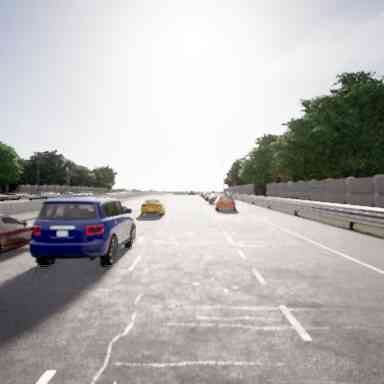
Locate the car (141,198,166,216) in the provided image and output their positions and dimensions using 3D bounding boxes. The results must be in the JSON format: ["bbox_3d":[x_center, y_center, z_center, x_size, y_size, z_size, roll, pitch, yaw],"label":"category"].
[{"bbox_3d":[-3.412,1.271,29.936,1.882,1.535,5.008,0,1,0],"label":"car"}]

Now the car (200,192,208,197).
[{"bbox_3d":[3.465,0.614,94.208,2.163,1.488,4.792,0,0,0],"label":"car"}]

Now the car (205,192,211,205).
[{"bbox_3d":[3.481,1.064,50.116,2.128,1.511,4.902,0,1,0],"label":"car"}]

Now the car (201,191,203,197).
[{"bbox_3d":[3.473,0.752,72.146,1.882,1.535,5.008,0,1,0],"label":"car"}]

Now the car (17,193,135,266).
[{"bbox_3d":[-3.405,1.164,11.413,2.150,2.045,5.566,0,0,0],"label":"car"}]

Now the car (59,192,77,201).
[{"bbox_3d":[-24.525,0.854,66.104,1.837,1.490,4.892,0,1,0],"label":"car"}]

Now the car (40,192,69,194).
[{"bbox_3d":[-21.081,1.084,51.275,1.812,1.442,4.674,0,1,0],"label":"car"}]

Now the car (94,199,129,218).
[{"bbox_3d":[-6.912,1.366,28.998,1.994,1.385,4.181,0,1,0],"label":"car"}]

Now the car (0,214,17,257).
[{"bbox_3d":[-6.905,1.468,11.462,1.812,1.442,4.674,0,0,0],"label":"car"}]

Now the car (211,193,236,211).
[{"bbox_3d":[3.586,1.078,36.674,2.097,1.767,4.553,0,1,0],"label":"car"}]

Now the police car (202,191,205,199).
[{"bbox_3d":[3.477,0.929,61.130,2.038,1.542,4.974,0,1,0],"label":"police car"}]
